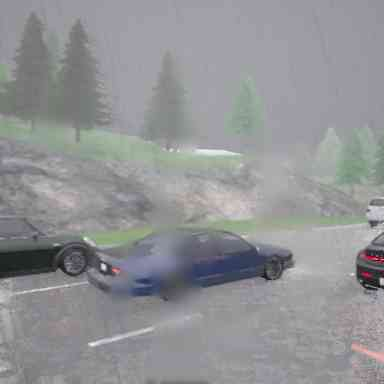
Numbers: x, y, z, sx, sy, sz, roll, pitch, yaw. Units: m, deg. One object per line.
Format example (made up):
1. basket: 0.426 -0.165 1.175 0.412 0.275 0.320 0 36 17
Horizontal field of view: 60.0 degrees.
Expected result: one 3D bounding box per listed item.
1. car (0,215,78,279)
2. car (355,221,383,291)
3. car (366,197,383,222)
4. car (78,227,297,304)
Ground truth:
1. car: -4.868 1.395 8.954 4.553 1.767 2.097 0 0 -35
2. car: 5.824 1.552 7.963 4.892 1.490 1.837 0 0 -36
3. car: 13.961 1.350 22.444 5.566 2.045 2.150 0 0 -36
4. car: 0.243 1.592 8.263 5.357 1.411 2.033 0 0 -35
